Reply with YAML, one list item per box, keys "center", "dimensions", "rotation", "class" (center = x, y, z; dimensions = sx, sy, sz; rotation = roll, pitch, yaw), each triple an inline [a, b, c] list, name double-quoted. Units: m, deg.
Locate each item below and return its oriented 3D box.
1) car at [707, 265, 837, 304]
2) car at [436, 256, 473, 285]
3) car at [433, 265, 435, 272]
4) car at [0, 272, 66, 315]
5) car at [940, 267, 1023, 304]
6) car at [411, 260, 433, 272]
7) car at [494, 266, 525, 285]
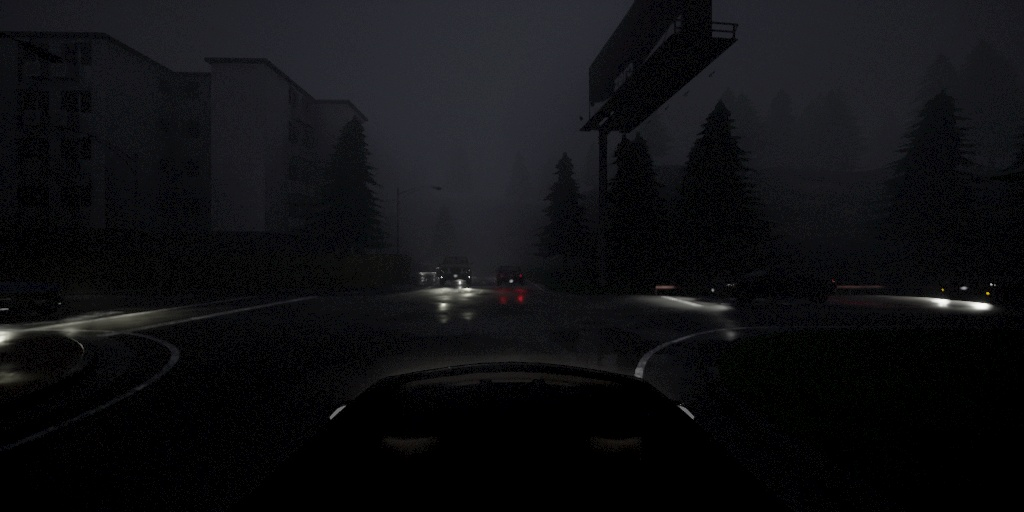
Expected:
- center: [10.477, 1.108, 14.587]
  dimensions: [4.674, 1.442, 1.812]
  rotation: [0, 0, -1]
  class: "car"
- center: [-4.148, 0.989, 26.572]
  dimensions: [2.150, 2.045, 5.566]
  rotation: [0, 0, -8]
  class: "car"
- center: [-6.541, 1.277, 36.671]
  dimensions: [1.837, 1.490, 4.892]
  rotation: [0, 0, -21]
  class: "car"
- center: [-16.161, 1.057, 10.395]
  dimensions: [5.008, 1.535, 1.882]
  rotation: [0, 0, 0]
  class: "car"
- center: [20.537, 1.146, 14.776]
  dimensions: [4.181, 1.385, 1.994]
  rotation: [0, 0, -2]
  class: "car"
- center: [-11.514, 1.304, 46.419]
  dimensions: [1.812, 1.442, 4.674]
  rotation: [0, 0, -35]
  class: "car"
- center: [-0.281, 1.366, 26.145]
  dimensions: [1.895, 1.301, 4.718]
  rotation: [0, 0, -6]
  class: "car"
